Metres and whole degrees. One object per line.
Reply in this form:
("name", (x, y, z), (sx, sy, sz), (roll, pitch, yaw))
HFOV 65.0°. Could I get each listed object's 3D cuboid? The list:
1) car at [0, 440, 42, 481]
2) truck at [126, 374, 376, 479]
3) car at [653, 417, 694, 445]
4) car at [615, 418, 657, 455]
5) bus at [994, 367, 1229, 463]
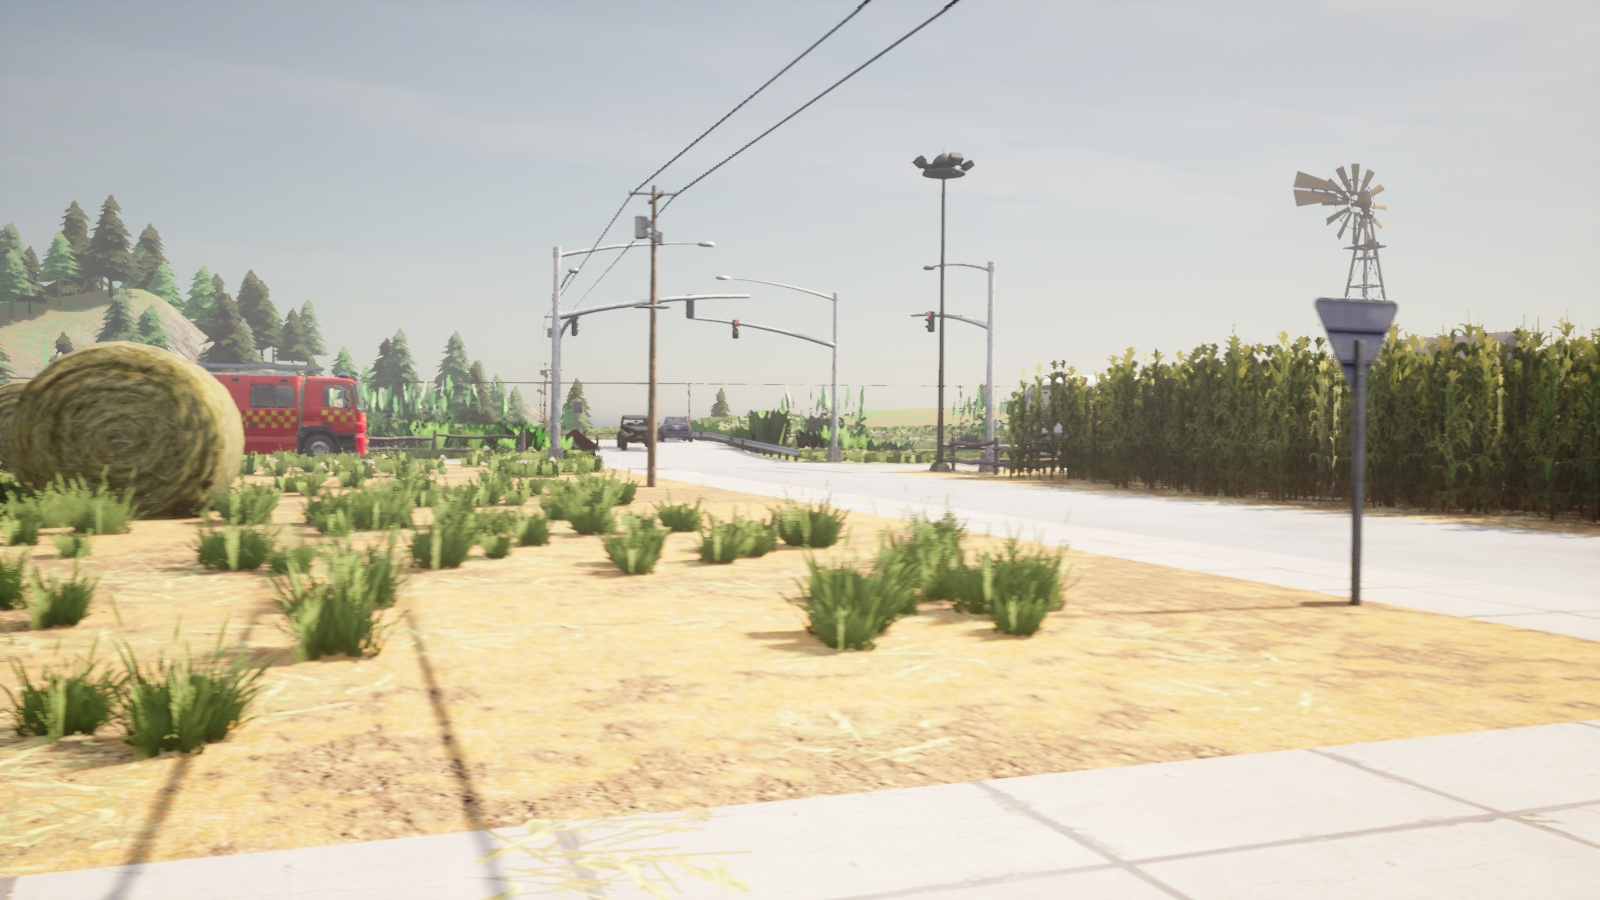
("car", (-30.376, 0.407, 45.472), (4.674, 1.442, 1.812), (-1, 1, -17))
("truck", (-20.850, -0.933, 48.302), (8.468, 3.827, 2.891), (-1, 1, -17))
("car", (-8.267, -1.256, 81.843), (2.097, 1.767, 4.553), (-1, 2, -12))
("car", (-9.199, -0.792, 70.381), (1.905, 1.878, 3.866), (-1, 4, -14))
("bus", (14.695, -1.672, 59.244), (10.273, 4.253, 3.944), (-1, 1, -19))
